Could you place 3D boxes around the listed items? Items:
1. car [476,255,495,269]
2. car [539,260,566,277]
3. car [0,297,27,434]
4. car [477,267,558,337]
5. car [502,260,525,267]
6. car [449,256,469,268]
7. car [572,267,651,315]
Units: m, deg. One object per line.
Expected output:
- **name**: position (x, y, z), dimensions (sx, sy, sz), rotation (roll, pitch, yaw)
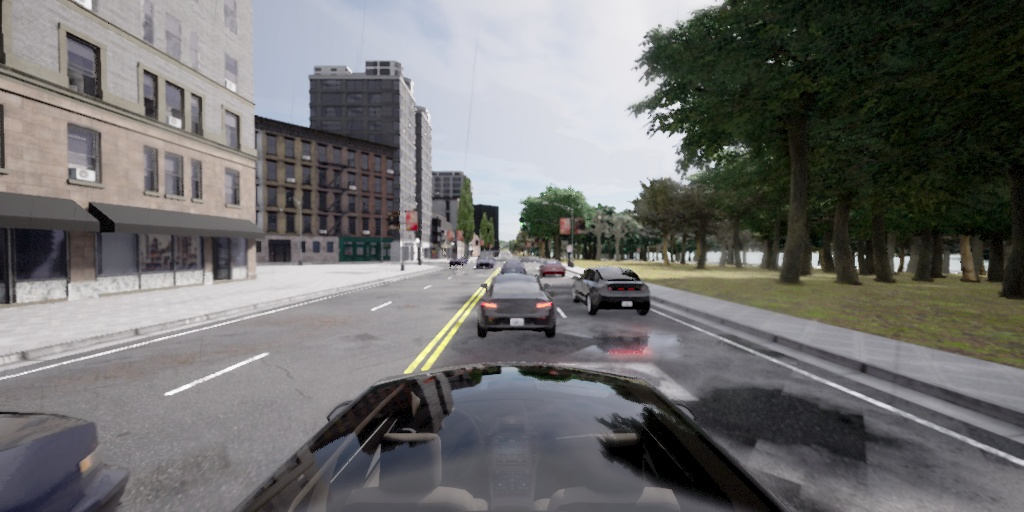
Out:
- **car**: position (-3.203, 0.693, 43.680), dimensions (2.097, 1.767, 4.553), rotation (0, 1, 0)
- **car**: position (3.381, 0.991, 30.636), dimensions (1.994, 1.385, 4.181), rotation (0, 1, 0)
- **car**: position (-6.600, 1.254, 1.747), dimensions (1.837, 1.490, 4.892), rotation (0, 1, 0)
- **car**: position (0.101, 1.187, 9.797), dimensions (1.812, 1.442, 4.674), rotation (0, 1, 0)
- **car**: position (0.130, 1.001, 29.710), dimensions (1.994, 1.385, 4.181), rotation (0, 1, 0)
- **car**: position (-6.453, 0.680, 43.623), dimensions (1.895, 1.301, 4.718), rotation (0, 1, 0)
- **car**: position (3.362, 1.131, 12.879), dimensions (1.837, 1.490, 4.892), rotation (0, 1, 0)
